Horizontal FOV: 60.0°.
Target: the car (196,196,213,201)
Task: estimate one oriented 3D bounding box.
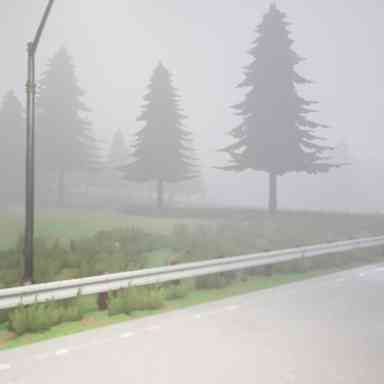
[{"bbox_3d":[2.743,1.479,64.435,1.882,1.535,5.008,1,0,-34],"label":"car"}]
